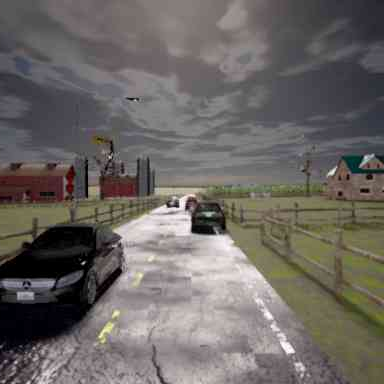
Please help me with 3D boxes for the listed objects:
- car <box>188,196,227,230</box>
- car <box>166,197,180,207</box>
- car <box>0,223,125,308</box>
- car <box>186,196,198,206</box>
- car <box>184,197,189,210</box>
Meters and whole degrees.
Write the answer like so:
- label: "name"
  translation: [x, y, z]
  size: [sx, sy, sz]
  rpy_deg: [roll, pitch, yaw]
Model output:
- label: "car"
  translation: [0.967, 1.337, 21.188]
  size: [2.097, 1.767, 4.553]
  rpy_deg: [0, 0, 0]
- label: "car"
  translation: [-2.814, 1.473, 49.606]
  size: [2.128, 1.511, 4.902]
  rpy_deg: [0, 0, 0]
- label: "car"
  translation: [-2.847, 1.520, 8.025]
  size: [1.812, 1.442, 4.674]
  rpy_deg: [0, 0, 0]
- label: "car"
  translation: [0.015, 1.463, 56.795]
  size: [1.882, 1.535, 5.008]
  rpy_deg: [0, 0, 0]
- label: "car"
  translation: [0.045, 1.507, 43.104]
  size: [1.812, 1.442, 4.674]
  rpy_deg: [0, 0, 1]
